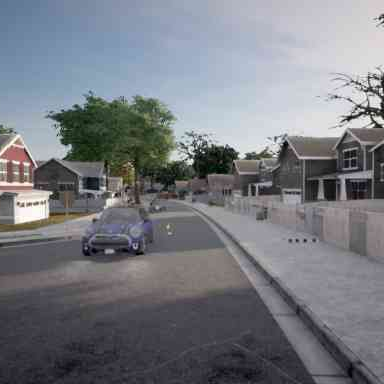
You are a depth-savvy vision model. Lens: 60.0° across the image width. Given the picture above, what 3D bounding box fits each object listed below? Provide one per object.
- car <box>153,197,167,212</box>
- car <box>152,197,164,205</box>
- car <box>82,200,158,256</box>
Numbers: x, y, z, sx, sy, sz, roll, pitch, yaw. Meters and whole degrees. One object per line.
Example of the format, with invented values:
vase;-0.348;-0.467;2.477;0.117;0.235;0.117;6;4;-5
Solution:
car;-3.909;1.555;38.664;2.128;1.511;4.902;0;0;-4
car;-6.505;1.639;63.500;1.994;1.385;4.181;0;0;-9
car;-2.723;1.352;13.105;2.097;1.767;4.553;0;0;-1
